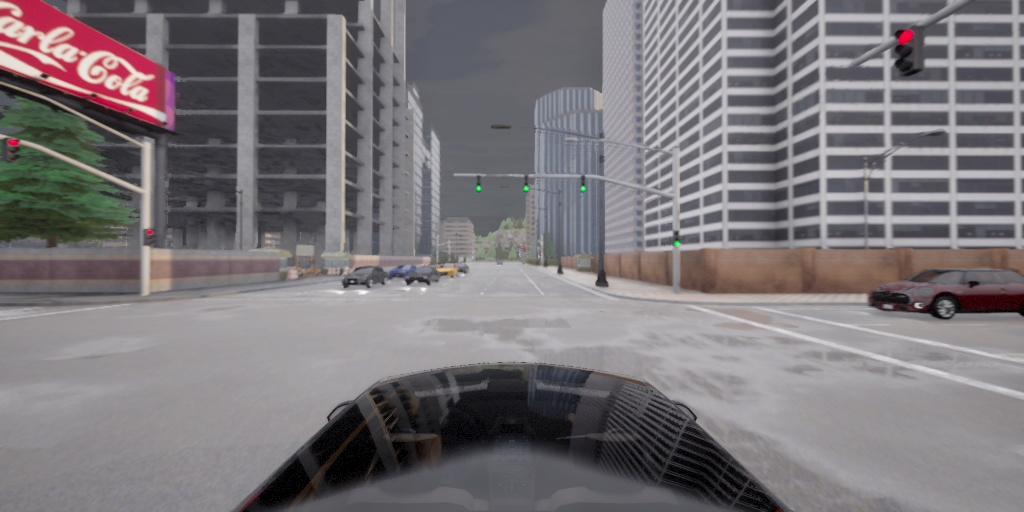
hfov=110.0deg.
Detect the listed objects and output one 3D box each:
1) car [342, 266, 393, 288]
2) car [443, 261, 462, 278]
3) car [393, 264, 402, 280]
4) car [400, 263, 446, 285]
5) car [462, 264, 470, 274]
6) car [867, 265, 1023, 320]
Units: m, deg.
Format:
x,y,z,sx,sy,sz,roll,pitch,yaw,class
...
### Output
x,y,z,sx,sy,sz,roll,pitch,yaw,class
-10.591,1.485,26.180,1.837,1.490,4.892,0,0,0,car
-7.073,1.583,39.435,1.882,1.535,5.008,0,-1,0,car
-10.582,1.547,35.676,1.882,1.535,5.008,0,-1,0,car
-7.092,1.555,29.125,2.033,1.411,5.357,0,-1,0,car
-7.002,1.752,49.986,2.033,1.411,5.357,0,-1,0,car
15.555,1.206,12.730,4.553,1.767,2.097,0,-1,0,car
